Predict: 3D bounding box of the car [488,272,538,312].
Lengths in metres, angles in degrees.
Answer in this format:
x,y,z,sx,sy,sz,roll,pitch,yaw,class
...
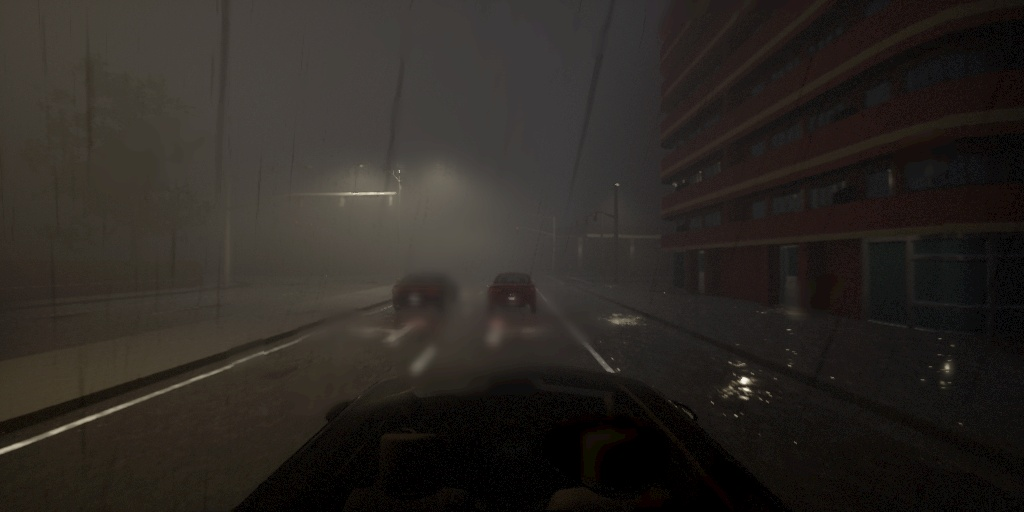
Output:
x,y,z,sx,sy,sz,roll,pitch,yaw,class
0.050,1.417,15.297,1.882,1.535,5.008,0,-1,0,car

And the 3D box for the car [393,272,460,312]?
x,y,z,sx,sy,sz,roll,pitch,yaw,class
-3.448,1.417,15.275,1.882,1.535,5.008,0,-1,1,car
